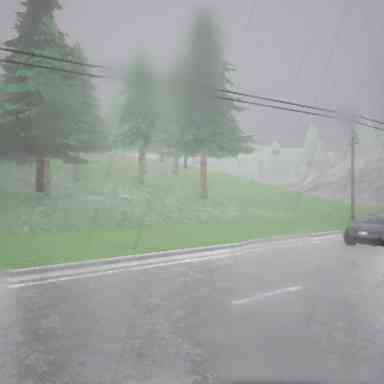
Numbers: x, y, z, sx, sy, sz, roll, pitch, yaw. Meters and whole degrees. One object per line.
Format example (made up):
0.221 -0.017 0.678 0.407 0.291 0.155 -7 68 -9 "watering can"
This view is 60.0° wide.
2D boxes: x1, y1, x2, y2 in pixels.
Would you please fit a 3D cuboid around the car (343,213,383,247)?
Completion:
8.269 1.569 14.066 4.181 1.385 1.994 0 0 -35 "car"
